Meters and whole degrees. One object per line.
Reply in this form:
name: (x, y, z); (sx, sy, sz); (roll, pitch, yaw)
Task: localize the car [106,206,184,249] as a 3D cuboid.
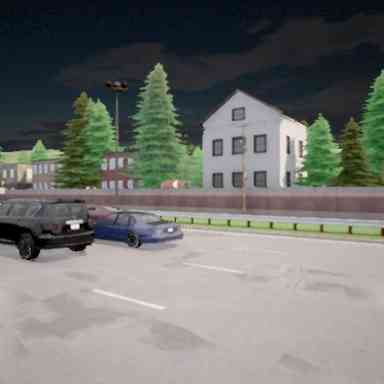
car: (-2.886, 1.551, 14.638); (5.357, 1.411, 2.033); (0, 0, 36)

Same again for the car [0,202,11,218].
car: (-18.396, 1.574, 30.042); (4.181, 1.385, 1.994); (0, 0, 36)

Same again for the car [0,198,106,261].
car: (-6.055, 1.228, 12.606); (5.566, 2.045, 2.150); (0, 0, 36)
